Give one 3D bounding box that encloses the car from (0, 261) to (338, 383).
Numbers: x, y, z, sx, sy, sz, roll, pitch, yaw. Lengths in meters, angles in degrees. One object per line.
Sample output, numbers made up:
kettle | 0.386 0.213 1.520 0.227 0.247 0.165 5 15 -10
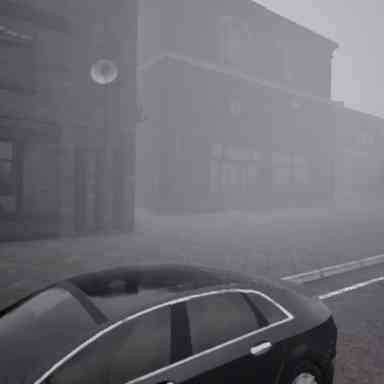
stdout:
car | -0.684 1.503 2.890 4.892 1.490 1.837 0 0 -35
